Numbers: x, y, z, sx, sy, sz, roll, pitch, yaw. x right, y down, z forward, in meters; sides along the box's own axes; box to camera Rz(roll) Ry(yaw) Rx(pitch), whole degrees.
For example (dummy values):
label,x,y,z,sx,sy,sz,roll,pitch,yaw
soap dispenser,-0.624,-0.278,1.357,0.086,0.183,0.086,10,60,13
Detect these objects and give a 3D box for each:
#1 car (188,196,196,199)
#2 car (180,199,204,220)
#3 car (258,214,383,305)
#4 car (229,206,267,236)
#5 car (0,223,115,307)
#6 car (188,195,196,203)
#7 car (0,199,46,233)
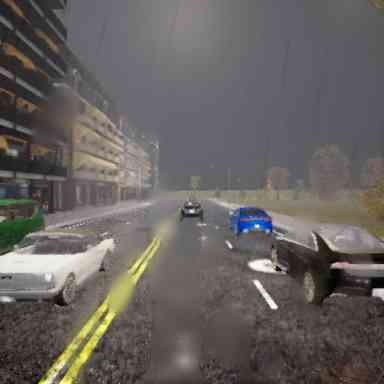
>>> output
label,x,y,z,sx,sy,sz,roll,pitch,yaw
car,0.097,1.822,61.707,2.033,1.411,5.357,0,0,0
car,-0.002,1.637,29.731,2.163,1.488,4.792,0,0,0
car,3.255,1.529,8.147,2.128,1.511,4.902,0,0,0
car,3.261,1.564,19.148,1.882,1.535,5.008,0,0,0
car,-3.346,1.639,8.206,1.895,1.301,4.718,0,0,0
car,0.043,1.723,83.839,2.097,1.767,4.553,0,0,0
car,-6.594,1.270,10.428,2.150,2.045,5.566,0,0,0
